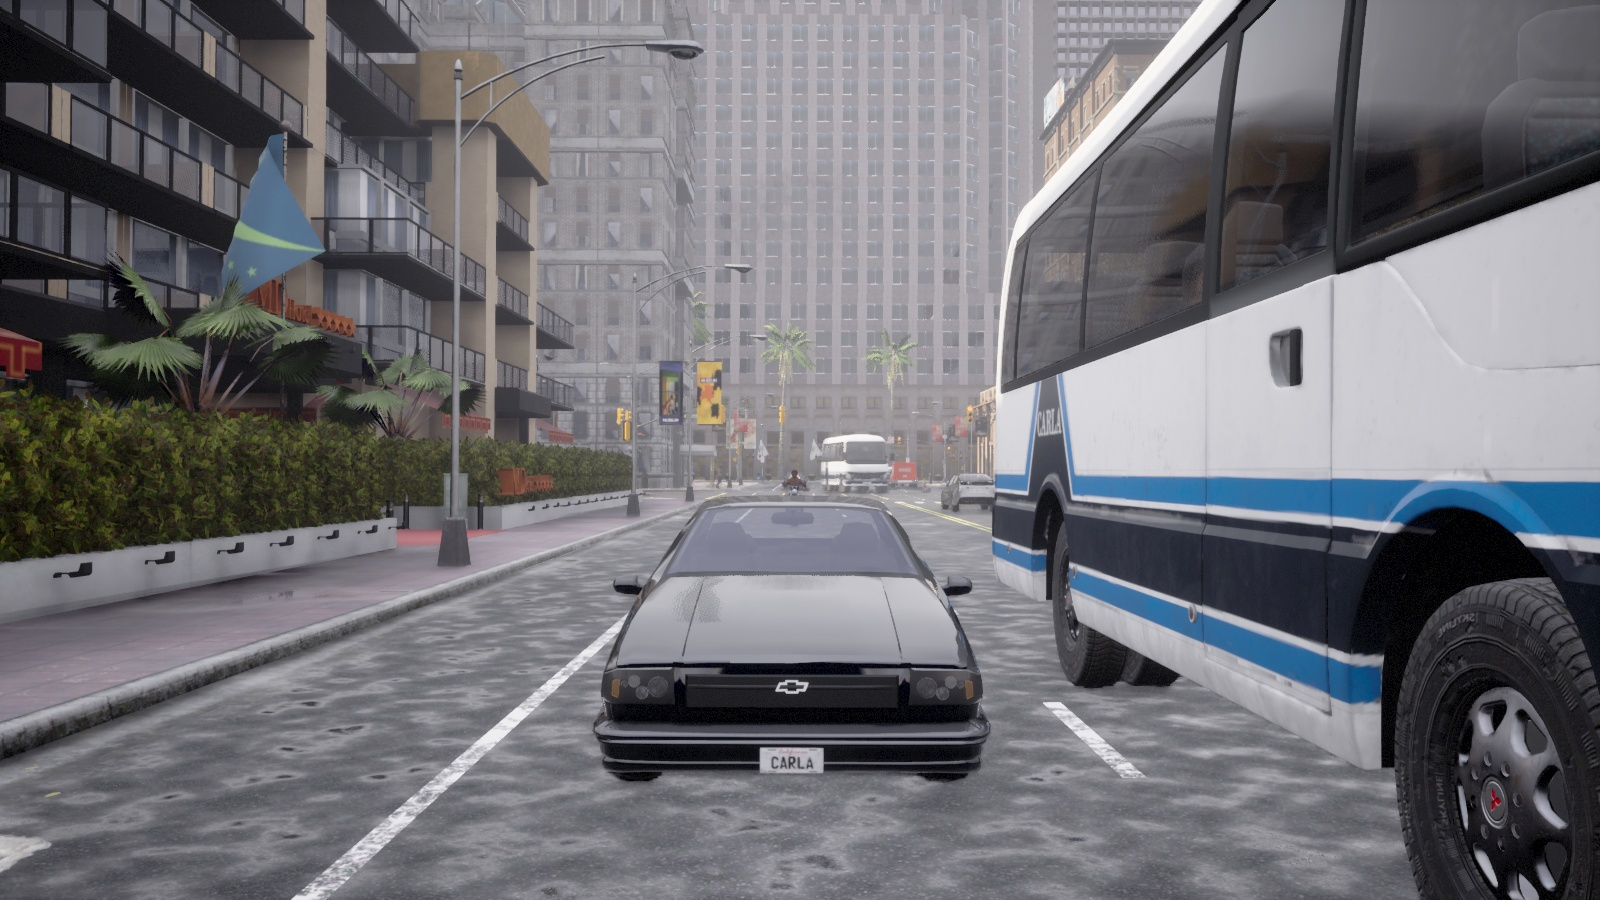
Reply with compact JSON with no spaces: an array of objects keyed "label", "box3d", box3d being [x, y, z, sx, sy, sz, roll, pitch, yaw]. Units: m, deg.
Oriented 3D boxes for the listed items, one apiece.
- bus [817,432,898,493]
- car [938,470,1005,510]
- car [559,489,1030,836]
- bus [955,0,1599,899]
[{"label":"bus","box3d":[4.096,0.977,92.847,3.944,4.253,10.273,0,-1,-9]},{"label":"car","box3d":[6.795,1.575,50.199,2.007,1.525,4.514,0,-1,0]},{"label":"car","box3d":[-0.035,0.998,8.108,2.033,1.411,5.357,0,-1,0]},{"label":"bus","box3d":[3.466,-0.465,6.625,3.944,4.253,10.273,0,-1,0]}]
